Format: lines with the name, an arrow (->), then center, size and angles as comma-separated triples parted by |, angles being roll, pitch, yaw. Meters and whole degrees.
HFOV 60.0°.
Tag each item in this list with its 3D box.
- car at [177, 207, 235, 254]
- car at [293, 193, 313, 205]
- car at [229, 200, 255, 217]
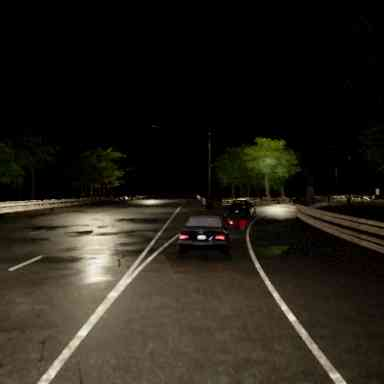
car -> 0.638, 1.552, 13.560 | 2.033, 1.411, 5.357 | 0, 0, 7
car -> 19.484, 1.207, 57.745 | 2.150, 2.045, 5.566 | 0, 0, 40
car -> 4.728, 1.503, 31.316 | 2.128, 1.511, 4.902 | 0, 0, 19
